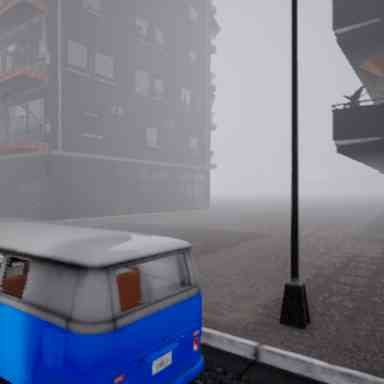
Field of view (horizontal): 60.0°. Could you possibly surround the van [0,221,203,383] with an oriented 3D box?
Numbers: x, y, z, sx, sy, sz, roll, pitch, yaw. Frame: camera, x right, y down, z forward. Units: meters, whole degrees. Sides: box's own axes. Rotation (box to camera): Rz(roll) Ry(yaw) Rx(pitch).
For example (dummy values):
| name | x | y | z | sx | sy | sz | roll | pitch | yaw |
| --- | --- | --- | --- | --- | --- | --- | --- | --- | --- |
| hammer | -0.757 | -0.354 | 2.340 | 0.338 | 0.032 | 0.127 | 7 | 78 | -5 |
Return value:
| name | x | y | z | sx | sy | sz | roll | pitch | yaw |
| --- | --- | --- | --- | --- | --- | --- | --- | --- | --- |
| van | -1.782 | 1.334 | 4.150 | 3.998 | 1.788 | 1.690 | 0 | 0 | 36 |
